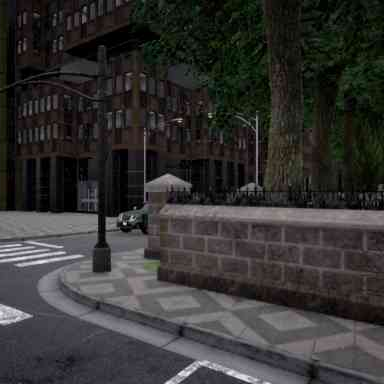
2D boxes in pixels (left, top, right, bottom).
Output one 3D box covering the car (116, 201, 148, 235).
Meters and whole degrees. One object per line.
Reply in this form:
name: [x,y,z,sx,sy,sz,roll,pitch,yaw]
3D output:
car: [-2.395,1.584,22.018,2.150,2.045,5.566,0,-1,35]
